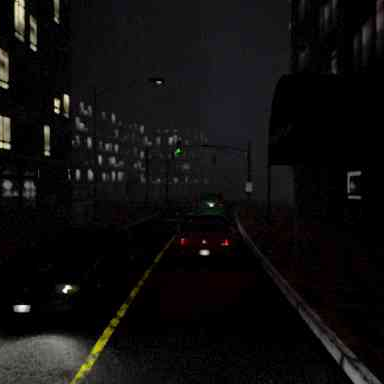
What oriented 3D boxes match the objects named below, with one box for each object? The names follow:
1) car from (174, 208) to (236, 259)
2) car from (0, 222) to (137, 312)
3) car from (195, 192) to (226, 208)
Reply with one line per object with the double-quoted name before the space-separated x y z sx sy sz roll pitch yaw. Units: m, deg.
"car" 0.500 1.492 12.117 1.895 1.301 4.718 0 0 3
"car" -2.654 1.471 8.027 2.033 1.411 5.357 0 1 2
"car" 1.420 0.999 26.100 2.150 2.045 5.566 0 1 1
